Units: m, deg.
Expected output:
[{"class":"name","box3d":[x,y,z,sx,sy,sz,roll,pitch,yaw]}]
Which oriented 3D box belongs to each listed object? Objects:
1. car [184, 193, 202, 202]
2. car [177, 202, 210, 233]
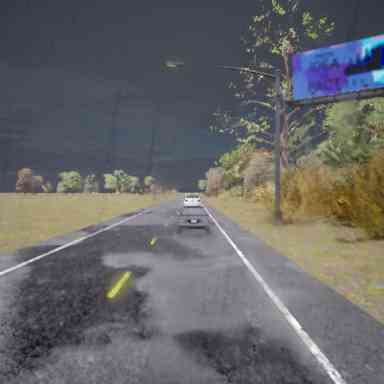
[{"class":"car","box3d":[0.108,1.199,43.060,2.150,2.045,5.566,0,0,1]},{"class":"car","box3d":[0.096,1.538,19.484,2.033,1.411,5.357,0,0,0]}]
